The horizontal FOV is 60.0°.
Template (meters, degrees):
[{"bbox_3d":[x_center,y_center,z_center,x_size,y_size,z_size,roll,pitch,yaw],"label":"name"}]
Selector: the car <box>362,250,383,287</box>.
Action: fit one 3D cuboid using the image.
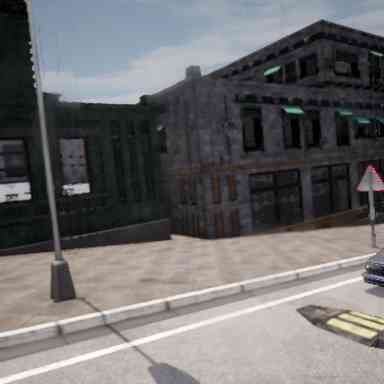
[{"bbox_3d":[6.425,1.570,8.282,5.357,1.411,2.033,0,0,-36],"label":"car"}]
